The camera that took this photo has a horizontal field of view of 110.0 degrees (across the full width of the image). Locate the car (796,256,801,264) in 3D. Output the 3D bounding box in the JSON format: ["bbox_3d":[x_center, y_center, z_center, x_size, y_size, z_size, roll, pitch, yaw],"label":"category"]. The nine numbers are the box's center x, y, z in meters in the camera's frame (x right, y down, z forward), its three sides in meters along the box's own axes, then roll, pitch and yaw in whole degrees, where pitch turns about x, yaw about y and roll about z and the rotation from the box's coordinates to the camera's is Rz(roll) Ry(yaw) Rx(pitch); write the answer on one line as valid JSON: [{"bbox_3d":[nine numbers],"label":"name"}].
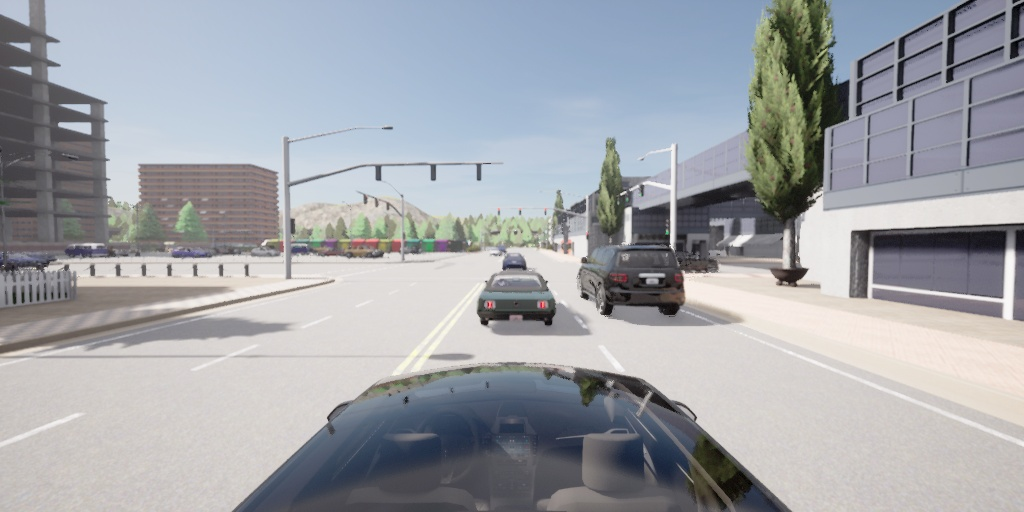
[{"bbox_3d":[31.892,0.166,36.620,4.892,1.490,1.837,0,2,1],"label":"car"}]

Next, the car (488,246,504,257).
[{"bbox_3d":[-2.926,-0.615,62.163,1.812,1.442,4.674,0,2,3],"label":"car"}]

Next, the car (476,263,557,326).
[{"bbox_3d":[0.131,1.077,10.456,1.895,1.301,4.718,0,2,1],"label":"car"}]

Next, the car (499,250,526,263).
[{"bbox_3d":[0.186,0.395,31.106,1.994,1.385,4.181,0,2,0],"label":"car"}]

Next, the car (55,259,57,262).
[{"bbox_3d":[-49.813,0.205,36.445,5.357,1.411,2.033,0,2,1],"label":"car"}]

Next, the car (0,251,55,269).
[{"bbox_3d":[-41.064,0.409,29.272,4.674,1.442,1.812,0,2,0],"label":"car"}]

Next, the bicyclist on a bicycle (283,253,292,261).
[{"bbox_3d":[-25.150,-0.152,40.142,0.582,1.620,1.656,0,2,0],"label":"bicyclist on a bicycle"}]

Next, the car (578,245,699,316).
[{"bbox_3d":[3.644,0.653,11.910,2.150,2.045,5.566,0,2,1],"label":"car"}]

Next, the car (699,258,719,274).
[{"bbox_3d":[12.540,0.456,26.416,5.008,1.535,1.882,0,1,-1],"label":"car"}]
